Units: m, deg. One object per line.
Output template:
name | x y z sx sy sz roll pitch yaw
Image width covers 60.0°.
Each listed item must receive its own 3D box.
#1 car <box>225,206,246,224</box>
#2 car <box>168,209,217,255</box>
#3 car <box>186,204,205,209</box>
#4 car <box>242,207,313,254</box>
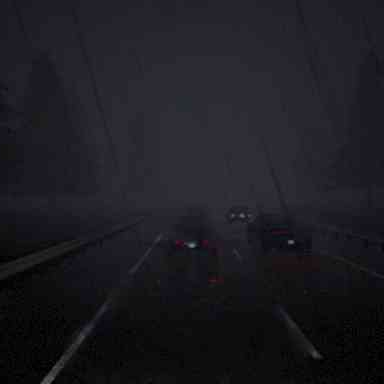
car | 3.807 1.842 27.275 2.033 1.411 5.357 0 -1 3
car | 0.028 1.676 13.874 1.812 1.442 4.674 0 0 1
car | 0.378 1.813 28.418 1.837 1.490 4.892 0 0 4
car | 3.534 1.632 14.224 1.882 1.535 5.008 0 0 1
